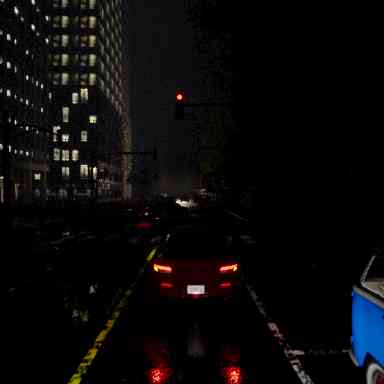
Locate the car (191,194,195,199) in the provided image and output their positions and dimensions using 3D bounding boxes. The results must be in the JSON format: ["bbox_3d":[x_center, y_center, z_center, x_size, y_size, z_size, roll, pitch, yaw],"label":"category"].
[{"bbox_3d":[1.171,1.492,68.013,1.752,1.417,4.829,0,0,-2],"label":"car"}]

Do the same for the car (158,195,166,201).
[{"bbox_3d":[-7.544,1.532,84.100,1.802,1.307,4.206,0,0,-3],"label":"car"}]

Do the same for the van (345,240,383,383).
[{"bbox_3d":[2.558,1.341,2.132,1.690,1.788,3.998,0,0,0],"label":"van"}]

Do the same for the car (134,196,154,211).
[{"bbox_3d":[-5.840,1.539,39.755,2.008,1.369,4.403,0,0,-1],"label":"car"}]

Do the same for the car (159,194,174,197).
[{"bbox_3d":[-3.659,1.486,50.453,1.837,1.490,4.892,0,0,-1],"label":"car"}]

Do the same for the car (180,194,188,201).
[{"bbox_3d":[-1.916,1.264,80.577,1.882,1.535,5.008,0,0,-3],"label":"car"}]

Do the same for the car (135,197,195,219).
[{"bbox_3d":[-2.183,1.487,28.217,1.837,1.490,4.892,3,1,35],"label":"car"}]

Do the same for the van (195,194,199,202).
[{"bbox_3d":[1.738,1.322,51.219,1.690,1.788,3.998,0,0,-2],"label":"van"}]

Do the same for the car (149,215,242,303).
[{"bbox_3d":[0.052,1.525,8.067,1.812,1.442,4.674,0,0,0],"label":"car"}]

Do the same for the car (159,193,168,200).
[{"bbox_3d":[-8.094,1.252,95.181,2.192,1.841,5.009,0,0,-3],"label":"car"}]

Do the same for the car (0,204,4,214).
[{"bbox_3d":[-18.226,1.377,28.493,4.206,1.307,1.802,1,0,3],"label":"car"}]

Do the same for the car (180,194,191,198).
[{"bbox_3d":[-1.495,1.552,70.602,1.895,1.301,4.718,0,0,-2],"label":"car"}]

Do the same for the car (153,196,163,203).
[{"bbox_3d":[-6.839,1.512,67.469,1.887,1.381,4.507,0,0,-2],"label":"car"}]

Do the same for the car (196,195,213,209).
[{"bbox_3d":[1.890,1.509,45.847,1.752,1.417,4.829,0,0,-2],"label":"car"}]

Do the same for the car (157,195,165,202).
[{"bbox_3d":[-7.292,1.501,78.556,1.887,1.381,4.507,0,0,-2],"label":"car"}]

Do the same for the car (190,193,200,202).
[{"bbox_3d":[0.724,1.271,78.931,2.192,1.841,5.009,0,0,-3],"label":"car"}]

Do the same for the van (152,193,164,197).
[{"bbox_3d":[-6.637,1.314,61.926,1.690,1.788,3.998,0,0,-2],"label":"van"}]
